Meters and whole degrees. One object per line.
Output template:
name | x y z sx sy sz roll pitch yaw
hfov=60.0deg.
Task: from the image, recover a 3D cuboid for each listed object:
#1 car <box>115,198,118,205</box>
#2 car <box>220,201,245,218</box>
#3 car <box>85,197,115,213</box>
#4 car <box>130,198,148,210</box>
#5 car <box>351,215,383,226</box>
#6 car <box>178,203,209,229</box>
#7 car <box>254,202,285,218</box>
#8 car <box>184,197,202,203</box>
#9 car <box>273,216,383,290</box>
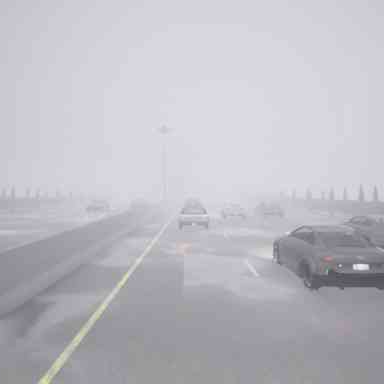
car | -14.008 1.607 57.176 1.812 1.442 4.674 0 0 0
car | 3.605 1.562 29.952 1.812 1.442 4.674 0 0 0
car | -10.564 1.554 37.677 1.837 1.490 4.892 0 0 0
car | -7.049 1.537 44.802 1.882 1.535 5.008 0 0 0
car | 7.108 1.575 13.067 1.994 1.385 4.181 0 0 0
car | 0.113 1.625 21.990 1.895 1.301 4.718 0 0 0
car | 7.118 1.585 30.823 2.033 1.411 5.357 0 0 0
car | 0.124 1.405 40.572 2.097 1.767 4.553 0 0 0
car | 3.606 1.571 9.104 1.994 1.385 4.181 0 0 0
